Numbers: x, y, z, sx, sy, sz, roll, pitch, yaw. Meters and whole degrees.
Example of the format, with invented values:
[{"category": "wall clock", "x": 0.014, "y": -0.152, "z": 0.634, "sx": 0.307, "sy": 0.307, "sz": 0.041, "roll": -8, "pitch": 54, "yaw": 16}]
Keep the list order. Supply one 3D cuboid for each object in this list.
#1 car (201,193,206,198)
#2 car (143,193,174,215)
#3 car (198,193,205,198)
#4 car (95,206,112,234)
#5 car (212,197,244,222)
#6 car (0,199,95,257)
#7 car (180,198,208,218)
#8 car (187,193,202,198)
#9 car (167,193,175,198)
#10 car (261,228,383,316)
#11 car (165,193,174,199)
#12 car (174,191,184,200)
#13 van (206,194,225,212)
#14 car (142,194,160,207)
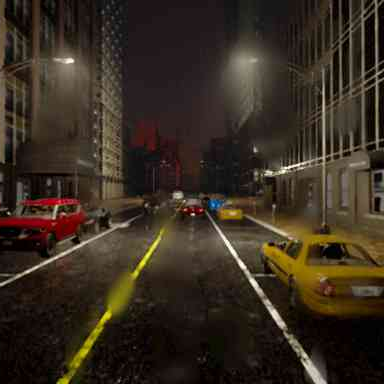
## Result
[{"category": "car", "x": 2.657, "y": 1.176, "z": 63.033, "sx": 1.802, "sy": 1.307, "sz": 4.206, "roll": 1, "pitch": 0, "yaw": 0}, {"category": "car", "x": -3.119, "y": 1.154, "z": 30.535, "sx": 2.097, "sy": 1.767, "sz": 4.553, "roll": 0, "pitch": 0, "yaw": 0}, {"category": "car", "x": 2.638, "y": 0.949, "z": 89.975, "sx": 1.752, "sy": 1.417, "sz": 4.829, "roll": 1, "pitch": 0, "yaw": 0}, {"category": "car", "x": -5.658, "y": 1.447, "z": 18.292, "sx": 1.947, "sy": 1.339, "sz": 4.313, "roll": 1, "pitch": 0, "yaw": 0}, {"category": "car", "x": 2.686, "y": 1.368, "z": 24.162, "sx": 1.752, "sy": 1.417, "sz": 4.829, "roll": 1, "pitch": 0, "yaw": 0}, {"category": "car", "x": -5.649, "y": 1.232, "z": 12.716, "sx": 2.192, "sy": 1.841, "sz": 5.009, "roll": 1, "pitch": 0, "yaw": 0}, {"category": "car", "x": 0.079, "y": 1.420, "z": 27.865, "sx": 1.895, "sy": 1.301, "sz": 4.718, "roll": 0, "pitch": 0, "yaw": 0}, {"category": "car", "x": 0.066, "y": 1.239, "z": 44.247, "sx": 1.812, "sy": 1.442, "sz": 4.674, "roll": 0, "pitch": 1, "yaw": 0}, {"category": "car", "x": -5.743, "y": 0.971, "z": 89.750, "sx": 1.887, "sy": 1.381, "sz": 4.507, "roll": 1, "pitch": 0, "yaw": 0}, {"category": "car", "x": 2.698, "y": 1.476, "z": 7.431, "sx": 1.752, "sy": 1.417, "sz": 4.829, "roll": 1, "pitch": 0, "yaw": 0}, {"category": "car", "x": -5.739, "y": 1.026, "z": 84.304, "sx": 1.947, "sy": 1.339, "sz": 4.313, "roll": 1, "pitch": 0, "yaw": 0}, {"category": "car", "x": -3.054, "y": 0.747, "z": 72.768, "sx": 2.150, "sy": 2.045, "sz": 5.566, "roll": 0, "pitch": 0, "yaw": 0}, {"category": "van", "x": 2.681, "y": 1.113, "z": 35.145, "sx": 1.690, "sy": 1.788, "sz": 3.998, "roll": 1, "pitch": 0, "yaw": 0}, {"category": "car", "x": -5.676, "y": 1.142, "z": 46.168, "sx": 1.967, "sy": 1.590, "sz": 4.097, "roll": 1, "pitch": 0, "yaw": 0}]
